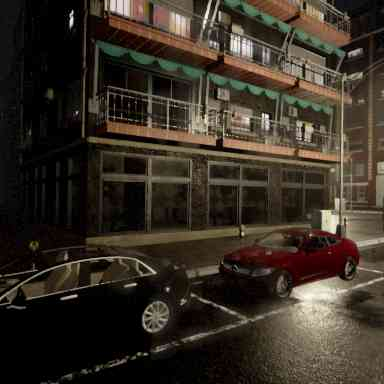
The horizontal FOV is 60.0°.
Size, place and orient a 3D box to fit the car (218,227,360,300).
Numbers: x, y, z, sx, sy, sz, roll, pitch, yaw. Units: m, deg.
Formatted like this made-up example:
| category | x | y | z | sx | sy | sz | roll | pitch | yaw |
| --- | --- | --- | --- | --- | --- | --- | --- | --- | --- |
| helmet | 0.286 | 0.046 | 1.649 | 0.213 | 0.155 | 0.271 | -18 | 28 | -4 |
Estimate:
| category | x | y | z | sx | sy | sz | roll | pitch | yaw |
| --- | --- | --- | --- | --- | --- | --- | --- | --- | --- |
| car | 2.584 | 1.585 | 8.354 | 4.206 | 1.307 | 1.802 | 0 | 1 | -36 |

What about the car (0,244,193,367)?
| category | x | y | z | sx | sy | sz | roll | pitch | yaw |
| --- | --- | --- | --- | --- | --- | --- | --- | --- | --- |
| car | -2.041 | 1.551 | 5.047 | 4.403 | 1.369 | 2.008 | 0 | 1 | -36 |
